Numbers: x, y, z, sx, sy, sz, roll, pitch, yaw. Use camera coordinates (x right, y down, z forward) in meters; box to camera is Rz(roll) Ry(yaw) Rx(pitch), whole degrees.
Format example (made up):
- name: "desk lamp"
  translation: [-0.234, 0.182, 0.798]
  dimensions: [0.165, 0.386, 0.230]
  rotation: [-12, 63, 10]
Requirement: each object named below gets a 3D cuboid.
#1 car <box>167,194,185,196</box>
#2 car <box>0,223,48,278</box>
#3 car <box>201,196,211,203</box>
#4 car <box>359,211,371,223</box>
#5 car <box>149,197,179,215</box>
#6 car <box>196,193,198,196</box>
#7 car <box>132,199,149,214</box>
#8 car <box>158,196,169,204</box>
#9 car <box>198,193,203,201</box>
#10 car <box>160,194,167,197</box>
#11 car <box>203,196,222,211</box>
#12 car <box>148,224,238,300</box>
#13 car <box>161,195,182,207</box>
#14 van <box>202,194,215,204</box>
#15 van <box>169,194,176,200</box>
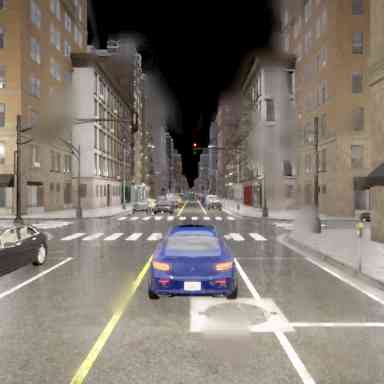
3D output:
- name: "car"
  translation: [-2.695, 1.471, 56.408]
  dimensions: [1.882, 1.535, 5.008]
  rotation: [0, 0, 1]
- name: "car"
  translation: [-5.370, 1.550, 8.842]
  dimensions: [2.008, 1.369, 4.403]
  rotation: [0, 0, 0]
- name: "car"
  translation: [2.774, 1.558, 68.141]
  dimensions: [1.947, 1.339, 4.313]
  rotation: [0, 0, 0]
- name: "car"
  translation: [15.113, 1.636, 24.042]
  dimensions: [5.357, 1.411, 2.033]
  rotation: [0, 0, 0]
- name: "car"
  translation: [-2.766, 1.544, 34.004]
  dimensions: [2.033, 1.411, 5.357]
  rotation: [0, 0, 1]
- name: "car"
  translation: [2.831, 1.534, 95.172]
  dimensions: [1.887, 1.381, 4.507]
  rotation: [0, 0, 0]
- name: "car"
  translation: [-5.322, 1.547, 35.717]
  dimensions: [2.008, 1.369, 4.403]
  rotation: [0, 0, 0]
- name: "car"
  translation: [-5.298, 1.518, 62.578]
  dimensions: [1.752, 1.417, 4.829]
  rotation: [0, 0, 0]
- name: "car"
  translation: [2.763, 1.307, 62.735]
  dimensions: [2.192, 1.841, 5.009]
  rotation: [0, 0, 0]
- name: "car"
  translation: [-5.302, 1.433, 57.342]
  dimensions: [1.967, 1.590, 4.097]
  rotation: [0, 0, 0]
- name: "car"
  translation: [2.717, 1.546, 41.110]
  dimensions: [2.008, 1.369, 4.403]
  rotation: [0, 0, 0]
- name: "car"
  translation: [0.034, 1.526, 8.284]
  dimensions: [1.812, 1.442, 4.674]
  rotation: [0, 0, 1]
- name: "car"
  translation: [-2.730, 1.520, 44.688]
  dimensions: [1.812, 1.442, 4.674]
  rotation: [0, 0, 0]
- name: "van"
  translation: [2.728, 1.335, 46.516]
  dimensions: [1.690, 1.788, 3.998]
  rotation: [0, 0, 0]
- name: "van"
  translation: [-5.272, 1.331, 89.779]
  dimensions: [1.690, 1.788, 3.998]
  rotation: [0, 0, 0]
